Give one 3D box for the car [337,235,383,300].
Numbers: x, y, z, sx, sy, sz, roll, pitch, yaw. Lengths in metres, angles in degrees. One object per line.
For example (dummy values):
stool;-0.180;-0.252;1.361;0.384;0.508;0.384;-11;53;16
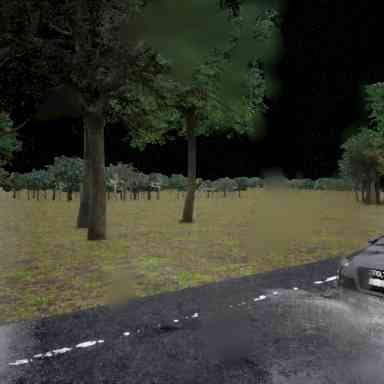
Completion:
car;5.174;1.551;7.542;4.181;1.385;1.994;0;0;-35
